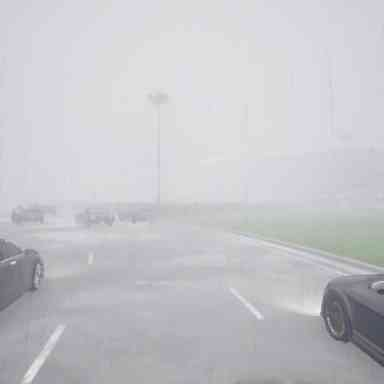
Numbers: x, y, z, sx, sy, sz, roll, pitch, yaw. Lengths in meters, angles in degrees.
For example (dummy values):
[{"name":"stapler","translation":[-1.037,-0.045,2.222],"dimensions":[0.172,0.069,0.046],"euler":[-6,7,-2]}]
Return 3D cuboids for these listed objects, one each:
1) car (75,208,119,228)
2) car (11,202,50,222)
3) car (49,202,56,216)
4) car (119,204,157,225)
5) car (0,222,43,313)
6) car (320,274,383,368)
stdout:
[{"name":"car","translation":[-7.278,1.823,24.591],"dimensions":[1.895,1.301,4.718],"euler":[0,-1,-31]},{"name":"car","translation":[-13.095,1.751,26.388],"dimensions":[2.128,1.511,4.902],"euler":[0,-1,-35]},{"name":"car","translation":[-16.797,1.837,37.299],"dimensions":[1.882,1.535,5.008],"euler":[0,-1,-38]},{"name":"car","translation":[-4.499,1.718,26.611],"dimensions":[2.128,1.511,4.902],"euler":[0,-1,-32]},{"name":"car","translation":[-4.272,1.572,6.193],"dimensions":[1.837,1.490,4.892],"euler":[0,0,-9]},{"name":"car","translation":[3.273,1.583,3.964],"dimensions":[1.994,1.385,4.181],"euler":[0,0,-5]}]
